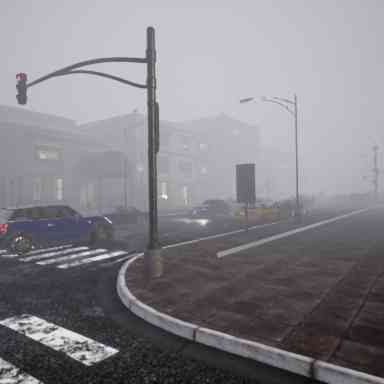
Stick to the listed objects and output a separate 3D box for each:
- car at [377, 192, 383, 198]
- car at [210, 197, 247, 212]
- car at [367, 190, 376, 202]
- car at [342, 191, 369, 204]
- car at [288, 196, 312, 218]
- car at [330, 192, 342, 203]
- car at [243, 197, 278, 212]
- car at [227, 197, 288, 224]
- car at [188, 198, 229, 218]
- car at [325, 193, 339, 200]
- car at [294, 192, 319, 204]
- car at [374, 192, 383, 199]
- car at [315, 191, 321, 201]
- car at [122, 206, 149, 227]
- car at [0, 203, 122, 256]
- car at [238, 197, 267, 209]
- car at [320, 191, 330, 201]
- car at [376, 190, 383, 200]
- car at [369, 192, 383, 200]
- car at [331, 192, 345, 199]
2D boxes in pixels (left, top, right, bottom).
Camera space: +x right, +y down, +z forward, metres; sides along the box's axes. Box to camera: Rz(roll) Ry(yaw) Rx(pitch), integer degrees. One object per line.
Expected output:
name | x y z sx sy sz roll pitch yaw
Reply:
car | 43.217 0.652 75.115 1.887 1.381 4.507 -1 0 36
car | 3.960 1.290 35.428 1.752 1.417 4.829 -1 0 36
car | 27.023 0.860 52.117 1.837 1.490 4.892 -1 0 36
car | 22.899 0.898 46.460 1.882 1.535 5.008 -1 0 36
car | 7.576 1.217 26.159 2.008 1.369 4.403 -1 0 36
car | 24.039 0.981 53.199 1.994 1.385 4.181 -1 0 36
car | 7.428 1.297 35.788 1.895 1.301 4.718 -1 0 36
car | 4.420 1.242 21.823 1.752 1.417 4.829 -1 0 36
car | 1.568 1.316 27.741 1.812 1.442 4.674 -1 0 36
car | 30.107 0.935 71.353 1.802 1.307 4.206 -1 0 36
car | 11.721 1.105 36.268 2.128 1.511 4.902 -1 0 36
car | 40.136 0.720 70.893 1.947 1.339 4.313 -1 0 36
car | 16.630 1.054 48.279 2.128 1.511 4.902 -1 0 36
car | -4.526 1.489 19.411 1.895 1.301 4.718 -1 0 37
car | -5.439 1.261 13.219 4.553 1.767 2.097 -2 1 -45
car | 7.316 1.293 40.039 1.802 1.307 4.206 -1 0 36
car | 23.592 0.769 62.406 2.192 1.841 5.009 -1 0 36
car | 33.621 0.570 61.946 2.192 1.841 5.009 -1 0 36
car | 36.880 0.770 66.420 1.947 1.339 4.313 -1 0 36
car | 33.362 0.743 75.826 1.967 1.590 4.097 -1 0 36
